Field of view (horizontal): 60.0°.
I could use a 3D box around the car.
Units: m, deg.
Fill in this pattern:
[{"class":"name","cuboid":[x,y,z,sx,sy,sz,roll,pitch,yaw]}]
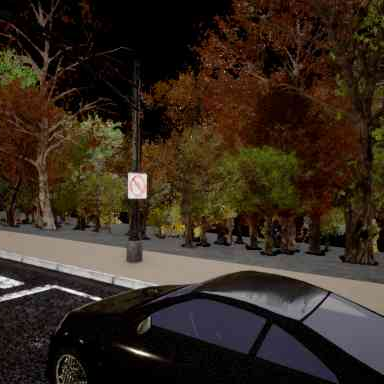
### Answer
[{"class":"car","cuboid":[0.374,1.564,3.420,4.181,1.385,1.994,0,0,36]}]
